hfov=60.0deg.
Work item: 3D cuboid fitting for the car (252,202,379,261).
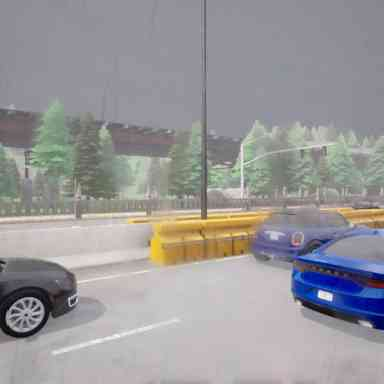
[{"bbox_3d":[4.147,1.352,11.008,4.553,1.767,2.097,0,0,-36],"label":"car"}]

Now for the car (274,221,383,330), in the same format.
[{"bbox_3d":[4.108,1.478,6.681,5.008,1.535,1.882,0,0,-36],"label":"car"}]

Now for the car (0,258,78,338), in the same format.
[{"bbox_3d":[-4.273,1.505,4.998,4.892,1.490,1.837,0,0,-35],"label":"car"}]
